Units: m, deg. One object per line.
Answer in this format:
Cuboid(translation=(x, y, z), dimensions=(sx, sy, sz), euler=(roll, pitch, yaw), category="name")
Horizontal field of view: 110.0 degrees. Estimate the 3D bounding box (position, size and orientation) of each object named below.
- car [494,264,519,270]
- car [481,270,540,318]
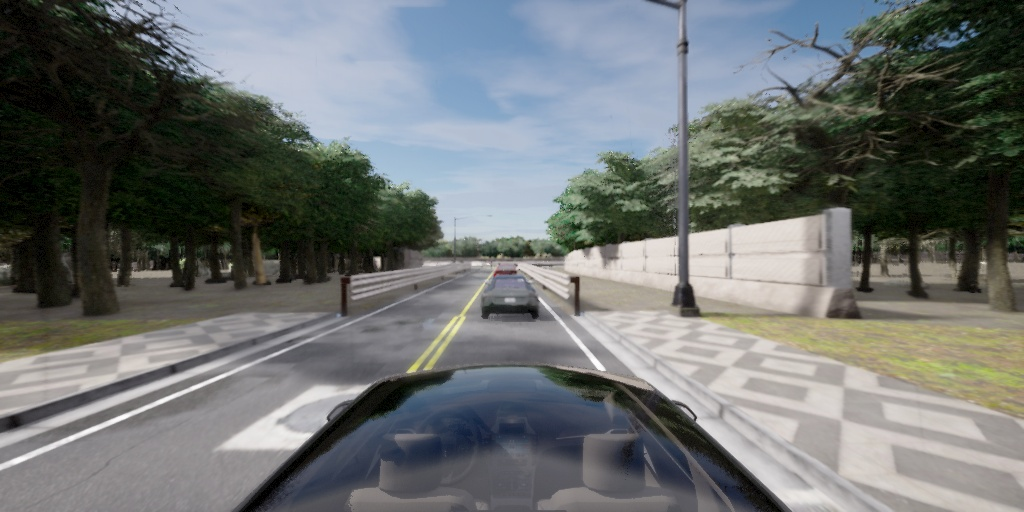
Cuboid(translation=(-0.464, 1.399, 29.638), dimensions=(1.882, 1.535, 5.008), euler=(0, 0, -1), category="car")
Cuboid(translation=(-0.084, 1.385, 13.419), dimensions=(1.994, 1.385, 4.181), euler=(0, 0, -1), category="car")
